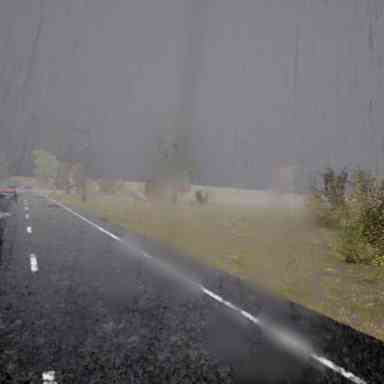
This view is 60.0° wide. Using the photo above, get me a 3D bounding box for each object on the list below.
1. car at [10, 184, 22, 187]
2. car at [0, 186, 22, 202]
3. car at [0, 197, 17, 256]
[{"bbox_3d":[-30.096,-0.333,56.188,2.097,1.767,4.553,3,0,-27],"label":"car"},{"bbox_3d":[-20.642,0.343,37.529,2.128,1.511,4.902,3,0,-27],"label":"car"},{"bbox_3d":[-7.135,1.093,10.898,2.128,1.511,4.902,3,0,-27],"label":"car"}]
